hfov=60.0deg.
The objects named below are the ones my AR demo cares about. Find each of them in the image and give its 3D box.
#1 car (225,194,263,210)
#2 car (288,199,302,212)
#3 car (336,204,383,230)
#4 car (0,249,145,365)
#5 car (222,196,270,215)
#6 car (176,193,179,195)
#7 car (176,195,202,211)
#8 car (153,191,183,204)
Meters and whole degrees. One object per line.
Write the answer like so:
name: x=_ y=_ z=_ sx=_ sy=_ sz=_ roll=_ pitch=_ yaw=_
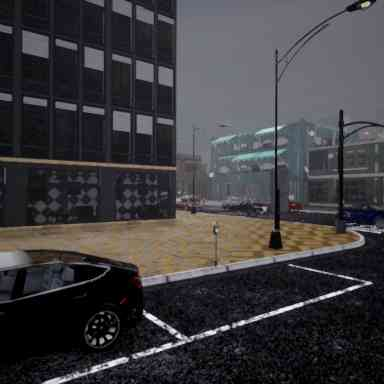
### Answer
car: x=5.997 y=1.129 z=38.639 sx=1.967 sy=1.590 sz=4.097 roll=1 pitch=0 yaw=-36
car: x=9.273 y=1.339 z=34.163 sx=1.802 sy=1.307 sz=4.206 roll=1 pitch=0 yaw=-36
car: x=11.199 y=1.457 z=20.726 sx=1.994 sy=1.385 sz=4.181 roll=0 pitch=1 yaw=-28
car: x=-2.753 y=1.566 z=4.592 sx=4.313 sy=1.339 sz=1.947 roll=0 pitch=0 yaw=-35
car: x=4.806 y=1.223 z=30.450 sx=2.128 sy=1.511 sz=4.902 roll=0 pitch=1 yaw=-36
car: x=-2.331 y=1.147 z=40.208 sx=1.994 sy=1.385 sz=4.181 roll=0 pitch=0 yaw=-36
car: x=-0.765 y=1.230 z=33.686 sx=1.802 sy=1.307 sz=4.206 roll=1 pitch=0 yaw=-36
car: x=-3.831 y=0.792 z=52.060 sx=2.192 sy=1.841 sz=5.009 roll=1 pitch=0 yaw=-36
